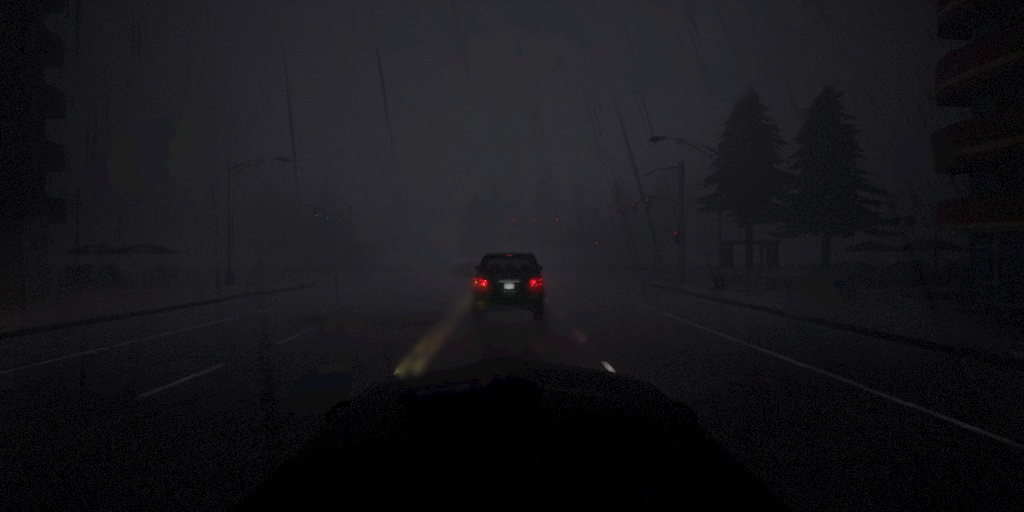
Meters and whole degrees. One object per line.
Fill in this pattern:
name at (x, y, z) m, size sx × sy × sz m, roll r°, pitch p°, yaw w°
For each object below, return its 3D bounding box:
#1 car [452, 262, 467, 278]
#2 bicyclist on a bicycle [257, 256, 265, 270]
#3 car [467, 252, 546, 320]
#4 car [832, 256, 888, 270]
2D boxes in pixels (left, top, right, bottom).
car at (-3.386, 1.144, 29.683) m, size 1.994 × 1.385 × 4.181 m, roll 0°, pitch 0°, yaw -32°
bicyclist on a bicycle at (-30.362, 0.877, 43.447) m, size 0.582 × 1.620 × 1.656 m, roll 0°, pitch 1°, yaw -1°
car at (-0.092, 0.908, 12.405) m, size 2.150 × 2.045 × 5.566 m, roll 0°, pitch 0°, yaw 0°
car at (38.801, 0.789, 40.071) m, size 5.008 × 1.535 × 1.882 m, roll 0°, pitch 0°, yaw 6°
